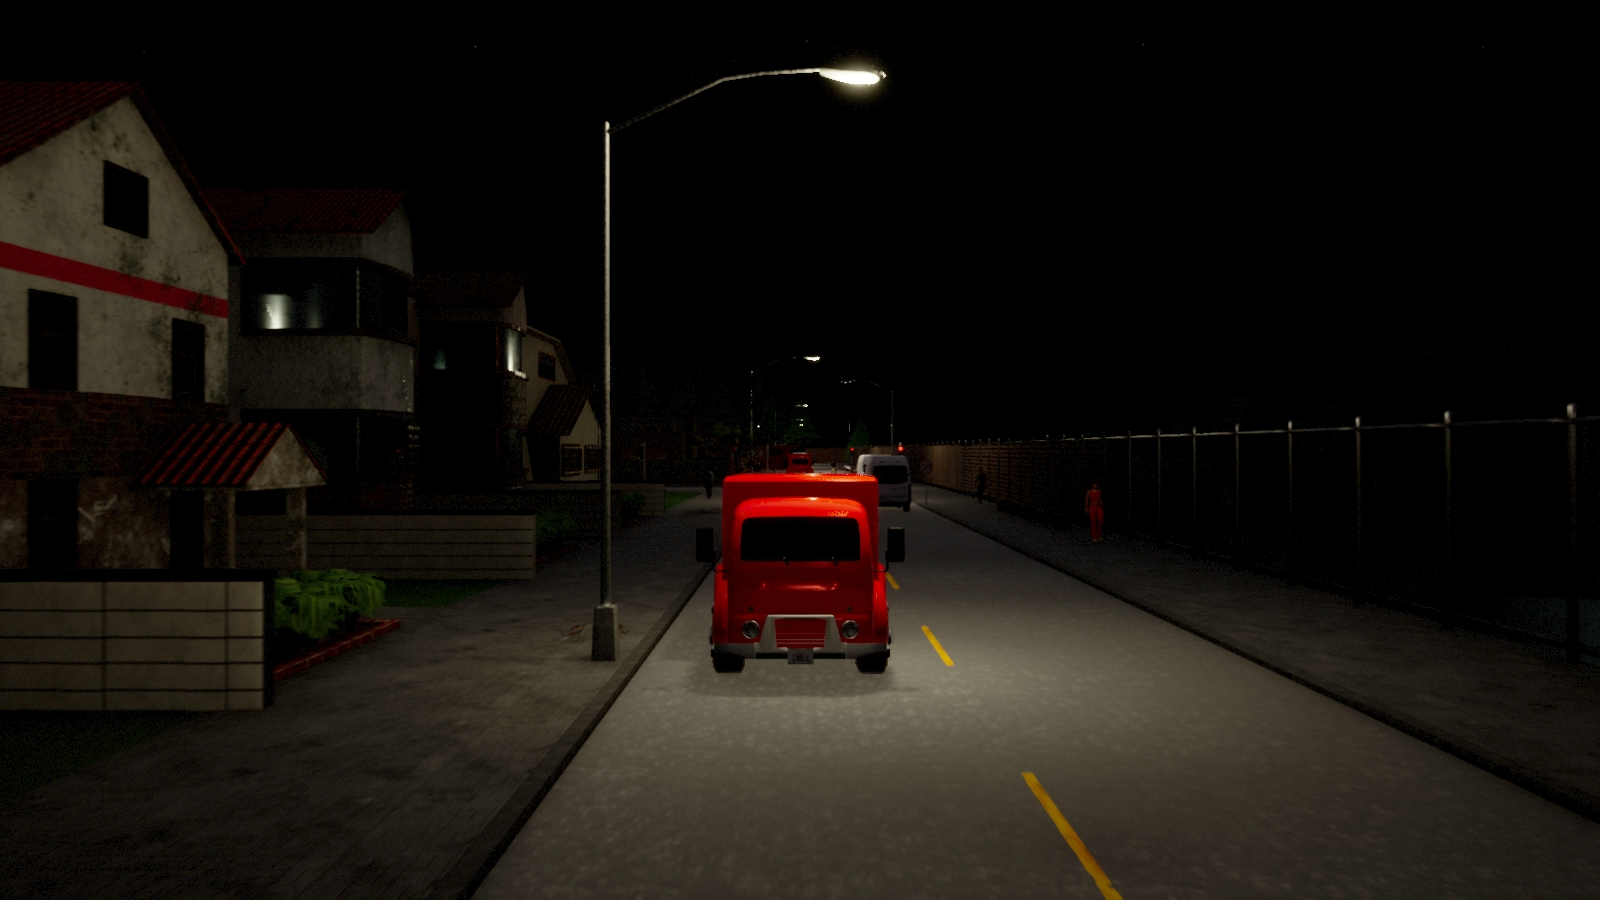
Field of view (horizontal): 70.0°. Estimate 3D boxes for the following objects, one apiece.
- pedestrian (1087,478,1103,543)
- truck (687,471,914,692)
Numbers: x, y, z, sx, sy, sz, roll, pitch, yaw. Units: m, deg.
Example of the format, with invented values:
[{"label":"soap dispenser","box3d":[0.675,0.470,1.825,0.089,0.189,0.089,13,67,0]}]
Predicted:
[{"label":"pedestrian","box3d":[8.528,1.745,33.051,0.375,1.860,0.375,0,0,2]},{"label":"truck","box3d":[0.001,1.568,15.844,2.627,2.467,5.204,0,0,0]}]
